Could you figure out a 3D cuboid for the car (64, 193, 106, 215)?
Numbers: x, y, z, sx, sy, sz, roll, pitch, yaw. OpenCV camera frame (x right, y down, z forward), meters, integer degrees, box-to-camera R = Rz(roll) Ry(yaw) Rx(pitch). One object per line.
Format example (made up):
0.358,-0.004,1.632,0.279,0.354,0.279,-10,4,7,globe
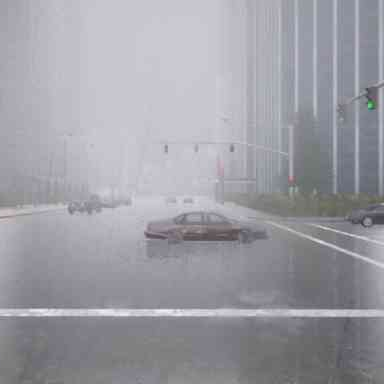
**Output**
-11.086,1.221,34.843,2.150,2.045,5.566,0,0,-1,car

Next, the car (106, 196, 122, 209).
-11.170,1.564,44.372,1.994,1.385,4.181,0,0,-1,car

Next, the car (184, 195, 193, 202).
-0.830,1.387,75.547,1.882,1.535,5.008,0,0,0,car

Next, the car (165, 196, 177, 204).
-4.142,1.601,64.957,1.895,1.301,4.718,0,0,0,car

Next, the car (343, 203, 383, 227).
12.633,1.505,22.033,4.892,1.490,1.837,0,0,0,car

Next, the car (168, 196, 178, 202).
-4.326,1.540,75.217,2.033,1.411,5.357,0,0,0,car

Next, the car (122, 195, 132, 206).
-11.244,1.352,54.579,2.097,1.767,4.553,0,0,-1,car

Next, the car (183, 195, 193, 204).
-0.745,1.526,65.296,1.812,1.442,4.674,0,0,0,car

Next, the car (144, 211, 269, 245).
0.591,1.547,14.809,5.357,1.411,2.033,0,0,0,car

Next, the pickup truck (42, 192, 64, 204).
-24.323,1.059,59.995,2.390,2.098,6.274,0,0,30,pickup truck
